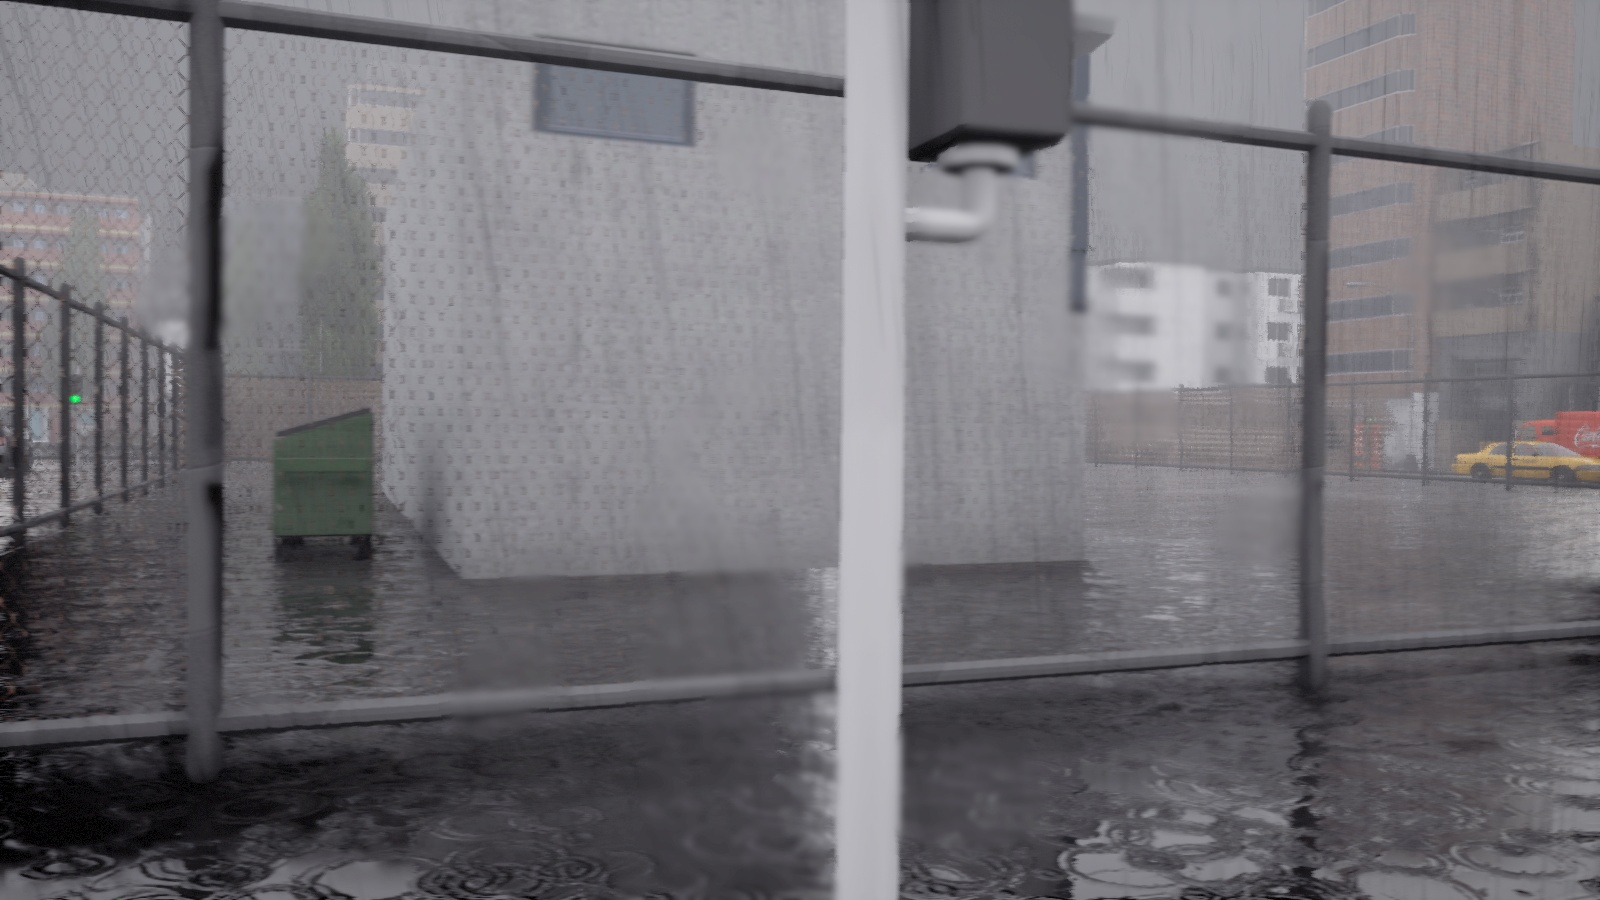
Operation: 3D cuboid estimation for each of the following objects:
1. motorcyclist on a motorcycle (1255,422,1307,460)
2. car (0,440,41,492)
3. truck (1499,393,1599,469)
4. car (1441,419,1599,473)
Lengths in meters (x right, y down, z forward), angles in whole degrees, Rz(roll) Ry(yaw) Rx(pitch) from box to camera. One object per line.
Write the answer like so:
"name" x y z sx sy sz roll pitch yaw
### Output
"motorcyclist on a motorcycle" 21.500 -0.394 56.155 0.766 1.649 2.350 -1 1 -21
"car" -24.245 0.458 37.722 1.845 1.501 3.633 -1 1 -21
"truck" 26.790 -0.657 42.262 2.627 2.467 5.204 -1 1 -21
"car" 23.360 -0.164 40.092 1.801 1.575 5.366 -1 1 -20
